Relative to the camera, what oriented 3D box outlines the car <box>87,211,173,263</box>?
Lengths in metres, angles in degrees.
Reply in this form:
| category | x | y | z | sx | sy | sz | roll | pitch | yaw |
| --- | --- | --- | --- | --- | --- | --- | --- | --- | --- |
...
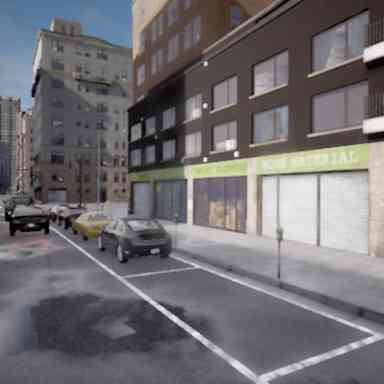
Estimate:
| category | x | y | z | sx | sy | sz | roll | pitch | yaw |
| --- | --- | --- | --- | --- | --- | --- | --- | --- | --- |
| car | -2.195 | 1.576 | 12.059 | 2.008 | 1.369 | 4.403 | -1 | 0 | -29 |

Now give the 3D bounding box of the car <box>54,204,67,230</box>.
| category | x | y | z | sx | sy | sz | roll | pitch | yaw |
| --- | --- | --- | --- | --- | --- | --- | --- | --- | --- |
| car | -7.675 | 1.616 | 21.795 | 1.947 | 1.339 | 4.313 | -1 | 0 | -29 |

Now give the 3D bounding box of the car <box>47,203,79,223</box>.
| category | x | y | z | sx | sy | sz | roll | pitch | yaw |
| --- | --- | --- | --- | --- | --- | --- | --- | --- | --- |
| car | -10.414 | 1.645 | 26.663 | 1.802 | 1.307 | 4.206 | -1 | 0 | -29 |

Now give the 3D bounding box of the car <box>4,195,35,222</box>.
| category | x | y | z | sx | sy | sz | roll | pitch | yaw |
| --- | --- | --- | --- | --- | --- | --- | --- | --- | --- |
| car | -14.338 | 1.293 | 27.782 | 2.150 | 2.045 | 5.566 | 0 | 0 | -29 |

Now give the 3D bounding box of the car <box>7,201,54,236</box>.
| category | x | y | z | sx | sy | sz | roll | pitch | yaw |
| --- | --- | --- | --- | --- | --- | --- | --- | --- | --- |
| car | -9.327 | 1.527 | 18.974 | 1.882 | 1.535 | 5.008 | 0 | 0 | -29 |

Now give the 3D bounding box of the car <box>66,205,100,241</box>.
| category | x | y | z | sx | sy | sz | roll | pitch | yaw |
| --- | --- | --- | --- | --- | --- | --- | --- | --- | --- |
| car | -5.019 | 1.564 | 17.075 | 1.752 | 1.417 | 4.829 | -1 | 0 | -29 |
